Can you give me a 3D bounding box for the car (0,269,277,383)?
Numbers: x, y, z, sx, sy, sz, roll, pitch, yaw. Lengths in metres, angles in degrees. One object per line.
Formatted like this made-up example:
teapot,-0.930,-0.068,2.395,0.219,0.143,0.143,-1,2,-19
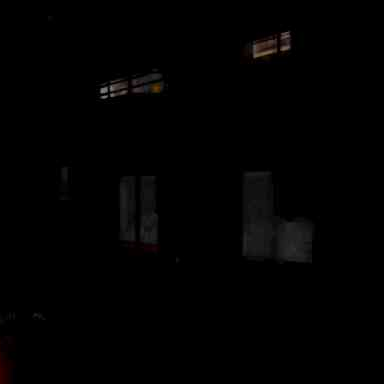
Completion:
car,-1.370,1.572,3.645,4.507,1.381,1.887,-1,0,35
